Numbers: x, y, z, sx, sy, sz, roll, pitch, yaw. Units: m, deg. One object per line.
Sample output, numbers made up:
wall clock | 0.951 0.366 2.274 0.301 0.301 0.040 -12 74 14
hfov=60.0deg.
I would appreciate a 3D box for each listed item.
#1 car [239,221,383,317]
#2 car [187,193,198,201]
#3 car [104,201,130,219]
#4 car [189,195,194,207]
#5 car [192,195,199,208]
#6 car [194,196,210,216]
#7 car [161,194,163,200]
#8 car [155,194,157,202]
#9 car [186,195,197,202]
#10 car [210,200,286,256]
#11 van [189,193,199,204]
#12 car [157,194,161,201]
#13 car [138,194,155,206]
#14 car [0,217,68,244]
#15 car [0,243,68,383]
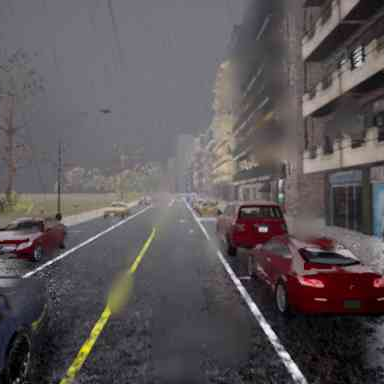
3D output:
car | 2.343 1.533 7.092 1.802 1.307 4.206 0 0 -2
car | 0.769 1.228 46.686 1.967 1.590 4.097 0 0 -2
car | -6.401 1.441 28.667 1.752 1.417 4.829 0 0 -2
car | 0.993 1.361 41.030 2.008 1.369 4.403 0 0 -2
car | 1.212 1.358 35.544 1.752 1.417 4.829 0 0 -2
car | 1.437 1.382 29.887 1.752 1.417 4.829 0 0 -2
car | -8.206 1.300 74.033 1.947 1.339 4.313 0 0 -2
car | -7.532 1.351 57.085 2.008 1.369 4.403 0 0 -2
car | -0.132 1.263 69.312 1.947 1.339 4.313 0 0 -2
car | 2.119 1.242 12.747 2.192 1.841 5.009 0 0 -2
van | 0.319 1.083 57.999 1.690 1.788 3.998 0 0 -2
car | -7.981 1.196 68.383 1.967 1.590 4.097 0 0 -2
car | -7.307 1.374 51.435 2.008 1.369 4.403 0 0 -2
car | -5.734 1.567 11.889 1.802 1.307 4.206 0 0 -2
car | -2.799 1.555 2.434 2.033 1.411 5.357 0 0 -2
